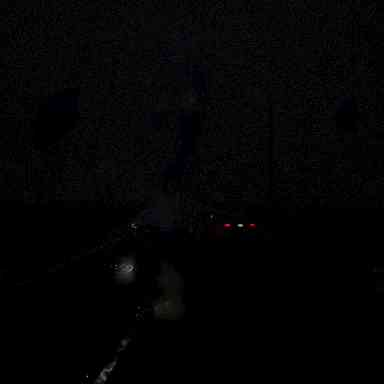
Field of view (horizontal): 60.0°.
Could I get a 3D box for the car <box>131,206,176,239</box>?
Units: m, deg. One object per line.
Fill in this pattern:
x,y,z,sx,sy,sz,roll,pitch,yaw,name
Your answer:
-1.973,1.563,17.972,1.882,1.535,5.008,0,0,2,car

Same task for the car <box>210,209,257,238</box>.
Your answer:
2.145,1.644,18.222,2.033,1.411,5.357,0,0,-3,car
